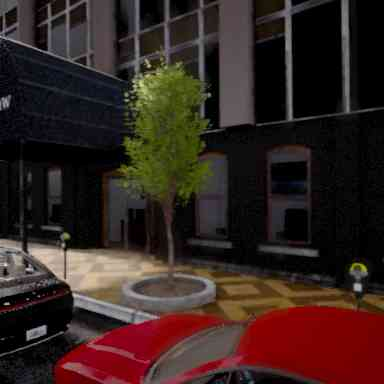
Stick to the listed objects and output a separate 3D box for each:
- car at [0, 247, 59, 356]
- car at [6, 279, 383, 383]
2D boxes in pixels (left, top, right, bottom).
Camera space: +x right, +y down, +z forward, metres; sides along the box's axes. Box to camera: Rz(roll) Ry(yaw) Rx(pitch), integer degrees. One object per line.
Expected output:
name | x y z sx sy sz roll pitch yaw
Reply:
car | -3.790 1.605 5.569 4.403 1.369 2.008 -1 0 35
car | 0.825 1.549 2.286 4.507 1.381 1.887 -1 0 35
